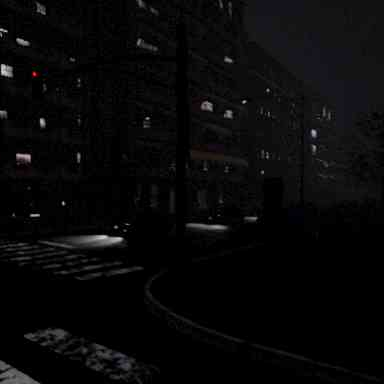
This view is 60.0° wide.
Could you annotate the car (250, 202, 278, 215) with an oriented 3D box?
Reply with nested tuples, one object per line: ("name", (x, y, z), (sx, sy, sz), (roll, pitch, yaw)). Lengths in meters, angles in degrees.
("car", (8.823, 1.963, 40.503), (1.802, 1.307, 4.206), (0, 0, 36))

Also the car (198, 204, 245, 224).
("car", (2.805, 1.820, 27.935), (1.812, 1.442, 4.674), (1, 0, 36))

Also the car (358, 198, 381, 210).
("car", (28.680, 1.943, 53.370), (2.192, 1.841, 5.009), (0, 0, 36))

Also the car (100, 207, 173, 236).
("car", (-3.029, 1.779, 20.012), (1.994, 1.385, 4.181), (1, 0, 36))

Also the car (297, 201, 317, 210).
("car", (18.654, 2.094, 53.879), (1.802, 1.307, 4.206), (0, 0, 36))

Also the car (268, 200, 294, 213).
("car", (12.100, 1.865, 44.962), (1.967, 1.590, 4.097), (0, 0, 36))

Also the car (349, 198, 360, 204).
("car", (41.491, 2.330, 84.953), (1.752, 1.417, 4.829), (0, 0, 36))

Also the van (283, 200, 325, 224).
("van", (9.019, 1.708, 26.618), (1.690, 1.788, 3.998), (0, 0, 36))

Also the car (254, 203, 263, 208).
("car", (8.731, 1.938, 35.980), (1.994, 1.385, 4.181), (1, 0, 37))

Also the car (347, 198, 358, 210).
("car", (27.144, 2.213, 55.653), (1.895, 1.301, 4.718), (1, 0, 36))

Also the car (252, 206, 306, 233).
("car", (5.741, 1.888, 22.158), (1.947, 1.339, 4.313), (0, 0, 36))

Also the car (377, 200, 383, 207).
("car", (38.509, 2.300, 66.744), (1.887, 1.381, 4.507), (0, 0, 36))

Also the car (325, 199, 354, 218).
("car", (15.572, 1.895, 35.535), (1.967, 1.590, 4.097), (0, 0, 36))

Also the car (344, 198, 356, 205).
("car", (38.315, 2.205, 80.632), (1.967, 1.590, 4.097), (0, 0, 36))

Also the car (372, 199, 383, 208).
("car", (35.232, 2.153, 62.287), (1.967, 1.590, 4.097), (0, 0, 36))

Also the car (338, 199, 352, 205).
("car", (35.038, 2.289, 76.172), (1.947, 1.339, 4.313), (0, 0, 36))
